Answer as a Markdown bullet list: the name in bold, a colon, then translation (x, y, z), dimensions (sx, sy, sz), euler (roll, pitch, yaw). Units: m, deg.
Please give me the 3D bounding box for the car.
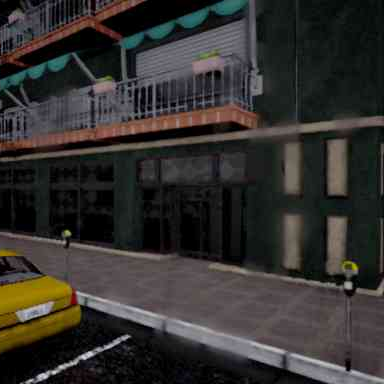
- **car**: translation (-3.909, 1.516, 5.658), dimensions (4.829, 1.417, 1.752), euler (0, 0, 35)
